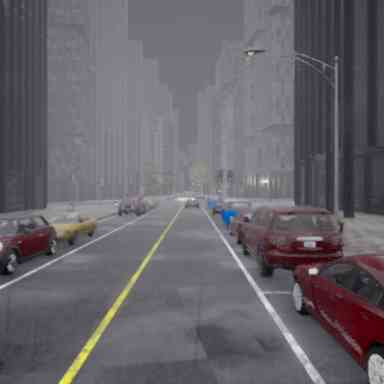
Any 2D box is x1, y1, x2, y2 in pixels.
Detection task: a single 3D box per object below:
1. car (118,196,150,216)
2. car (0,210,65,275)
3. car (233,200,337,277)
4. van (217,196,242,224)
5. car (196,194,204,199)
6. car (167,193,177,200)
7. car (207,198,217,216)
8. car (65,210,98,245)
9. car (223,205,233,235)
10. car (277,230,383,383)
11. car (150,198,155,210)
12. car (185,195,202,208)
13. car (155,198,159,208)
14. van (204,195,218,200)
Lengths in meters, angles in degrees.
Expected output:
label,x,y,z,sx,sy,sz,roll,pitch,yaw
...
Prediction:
label,x,y,z,sx,sy,sz,roll,pitch,yaw
car,-5.745,1.316,32.251,2.192,1.841,5.009,0,0,0
car,-5.757,1.441,10.198,1.967,1.590,4.097,0,0,0
car,2.768,1.315,10.198,2.192,1.841,5.009,0,0,0
van,2.774,1.341,21.223,1.690,1.788,3.998,0,0,0
car,2.621,1.564,91.042,2.008,1.369,4.403,0,0,0
car,-5.903,1.565,90.972,2.008,1.369,4.403,0,0,0
car,2.781,1.566,32.249,1.947,1.339,4.313,0,0,0
car,-5.754,1.526,15.541,1.752,1.417,4.829,0,0,0
car,2.771,1.544,15.711,1.887,1.381,4.507,0,0,0
car,2.765,1.544,4.685,1.887,1.381,4.507,0,0,0
car,-5.741,1.552,37.763,2.008,1.369,4.403,0,0,0
car,0.056,1.566,47.118,1.994,1.385,4.181,0,0,1
car,-5.738,1.527,43.107,1.752,1.417,4.829,0,0,0
van,2.787,1.342,43.274,1.690,1.788,3.998,0,0,0
